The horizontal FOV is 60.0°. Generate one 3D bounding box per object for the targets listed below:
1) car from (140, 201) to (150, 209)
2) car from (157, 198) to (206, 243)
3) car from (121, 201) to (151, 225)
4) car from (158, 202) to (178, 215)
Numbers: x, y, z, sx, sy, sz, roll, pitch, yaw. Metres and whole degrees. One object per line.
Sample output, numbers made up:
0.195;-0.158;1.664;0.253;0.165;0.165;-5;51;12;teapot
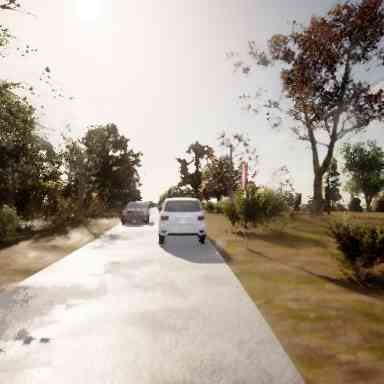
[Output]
-9.339;2.509;66.322;1.882;1.535;5.008;0;-2;-7;car
-0.565;1.311;16.811;2.150;2.045;5.566;0;-1;-4;car
-4.339;1.533;26.089;2.097;1.767;4.553;0;-1;-6;car
-2.966;1.940;39.689;2.033;1.411;5.357;0;-1;-7;car
